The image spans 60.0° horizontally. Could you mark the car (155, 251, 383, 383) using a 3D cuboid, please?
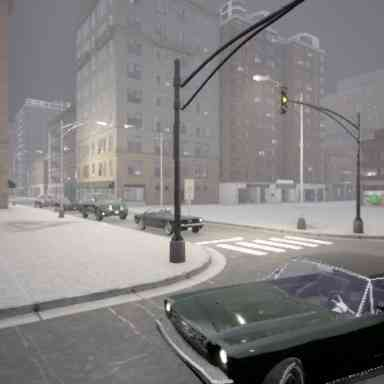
[{"bbox_3d":[1.940,1.597,4.608,4.718,1.301,1.895,0,0,-24],"label":"car"}]

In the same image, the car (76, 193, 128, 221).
[{"bbox_3d":[-7.033,1.095,26.259,2.150,2.045,5.566,0,0,-35],"label":"car"}]

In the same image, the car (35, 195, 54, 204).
[{"bbox_3d":[-25.182,1.262,56.731,2.033,1.411,5.357,0,0,-35],"label":"car"}]

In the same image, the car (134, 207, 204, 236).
[{"bbox_3d":[-1.381,1.521,18.361,1.895,1.301,4.718,0,0,-36],"label":"car"}]

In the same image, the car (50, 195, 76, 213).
[{"bbox_3d":[-12.911,1.305,34.510,1.882,1.535,5.008,0,0,-36],"label":"car"}]

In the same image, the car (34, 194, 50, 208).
[{"bbox_3d":[-18.823,1.133,42.841,2.097,1.767,4.553,0,0,-35],"label":"car"}]
